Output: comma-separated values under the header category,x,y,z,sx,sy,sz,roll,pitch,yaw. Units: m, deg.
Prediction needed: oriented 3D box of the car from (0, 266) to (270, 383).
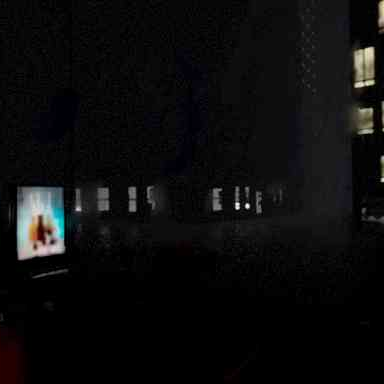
category,x,y,z,sx,sy,sz,roll,pitch,yaw
car,-1.377,1.564,3.861,4.507,1.381,1.887,0,-1,35
